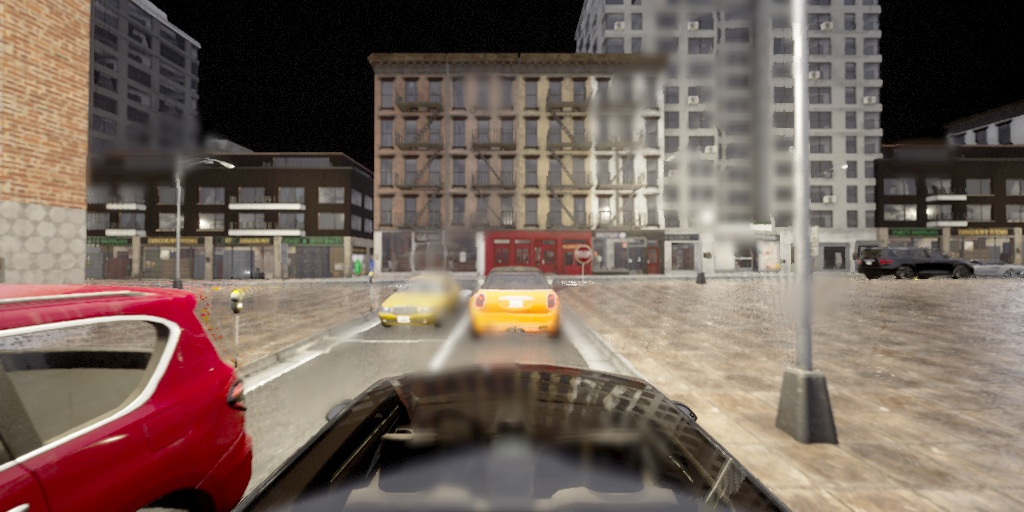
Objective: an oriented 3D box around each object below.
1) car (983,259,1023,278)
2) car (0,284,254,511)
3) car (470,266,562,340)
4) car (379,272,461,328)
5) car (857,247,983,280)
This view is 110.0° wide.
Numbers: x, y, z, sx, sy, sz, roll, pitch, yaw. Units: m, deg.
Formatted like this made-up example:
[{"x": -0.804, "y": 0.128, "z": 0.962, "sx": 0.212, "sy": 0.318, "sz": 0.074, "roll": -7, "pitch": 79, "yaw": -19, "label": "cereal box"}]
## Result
[{"x": 32.109, "y": 0.874, "z": 24.991, "sx": 4.718, "sy": 1.301, "sz": 1.895, "roll": 0, "pitch": -1, "yaw": 0, "label": "car"}, {"x": -2.636, "y": 1.076, "z": 0.234, "sx": 2.192, "sy": 1.841, "sz": 5.009, "roll": 0, "pitch": 0, "yaw": 0, "label": "car"}, {"x": 0.094, "y": 1.042, "z": 9.940, "sx": 2.097, "sy": 1.767, "sz": 4.553, "roll": 0, "pitch": 0, "yaw": 0, "label": "car"}, {"x": -2.636, "y": 1.205, "z": 11.129, "sx": 1.751, "sy": 1.417, "sz": 4.829, "roll": 0, "pitch": 0, "yaw": 0, "label": "car"}, {"x": 24.633, "y": 0.501, "z": 22.059, "sx": 5.566, "sy": 2.045, "sz": 2.150, "roll": 0, "pitch": -1, "yaw": 0, "label": "car"}]
